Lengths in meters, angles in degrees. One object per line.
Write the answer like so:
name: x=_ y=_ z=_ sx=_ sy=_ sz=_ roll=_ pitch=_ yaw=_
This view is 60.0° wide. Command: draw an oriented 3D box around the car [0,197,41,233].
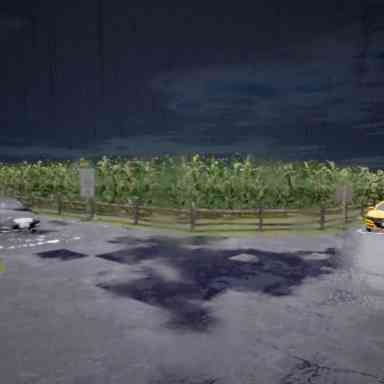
car: x=-8.587 y=0.998 z=14.761 sx=4.902 sy=1.511 sz=2.128 roll=2 pitch=2 yaw=38

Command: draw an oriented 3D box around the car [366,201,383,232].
car: x=10.441 y=1.191 z=17.129 sx=1.882 sy=1.535 sz=5.008 roll=2 pitch=2 yaw=40
